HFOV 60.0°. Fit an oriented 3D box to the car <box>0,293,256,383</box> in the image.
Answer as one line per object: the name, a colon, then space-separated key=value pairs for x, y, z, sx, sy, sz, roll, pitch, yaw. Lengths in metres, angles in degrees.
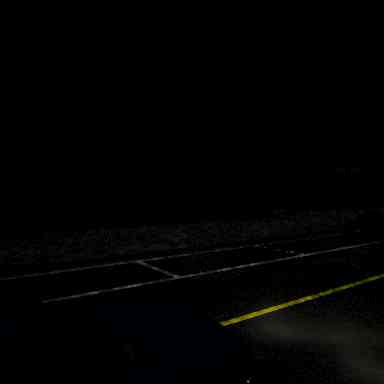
car: x=-1.705 y=1.477 z=2.218 sx=5.008 sy=1.535 sz=1.882 roll=0 pitch=0 yaw=-35

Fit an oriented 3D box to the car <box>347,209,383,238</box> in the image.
car: x=9.998 y=1.567 z=17.645 sx=4.313 sy=1.339 sz=1.947 roll=0 pitch=0 yaw=-36
